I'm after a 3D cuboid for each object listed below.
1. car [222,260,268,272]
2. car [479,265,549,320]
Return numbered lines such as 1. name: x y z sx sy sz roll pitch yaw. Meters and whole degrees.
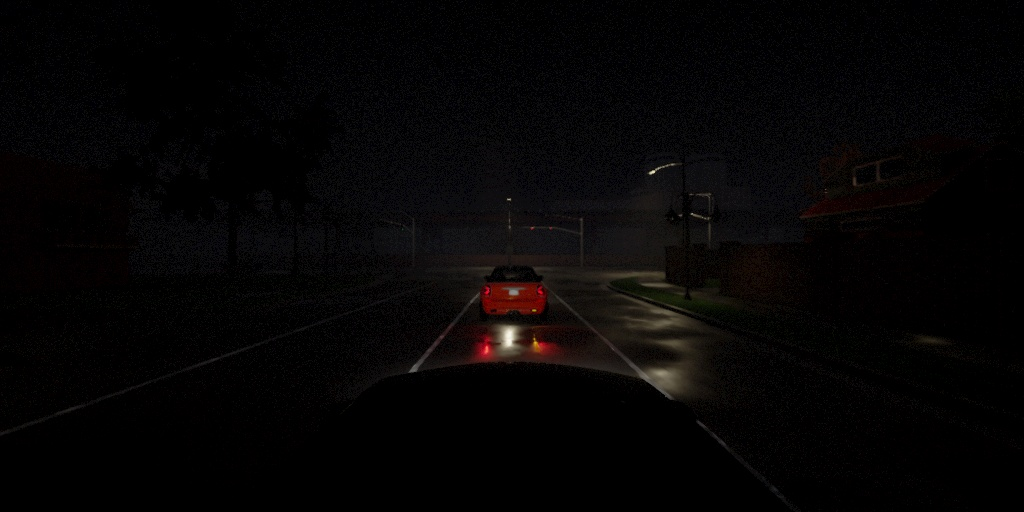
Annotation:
1. car: -32.304 1.175 43.497 4.902 1.511 2.128 0 0 2
2. car: 0.066 1.084 12.609 2.097 1.767 4.553 0 0 0
